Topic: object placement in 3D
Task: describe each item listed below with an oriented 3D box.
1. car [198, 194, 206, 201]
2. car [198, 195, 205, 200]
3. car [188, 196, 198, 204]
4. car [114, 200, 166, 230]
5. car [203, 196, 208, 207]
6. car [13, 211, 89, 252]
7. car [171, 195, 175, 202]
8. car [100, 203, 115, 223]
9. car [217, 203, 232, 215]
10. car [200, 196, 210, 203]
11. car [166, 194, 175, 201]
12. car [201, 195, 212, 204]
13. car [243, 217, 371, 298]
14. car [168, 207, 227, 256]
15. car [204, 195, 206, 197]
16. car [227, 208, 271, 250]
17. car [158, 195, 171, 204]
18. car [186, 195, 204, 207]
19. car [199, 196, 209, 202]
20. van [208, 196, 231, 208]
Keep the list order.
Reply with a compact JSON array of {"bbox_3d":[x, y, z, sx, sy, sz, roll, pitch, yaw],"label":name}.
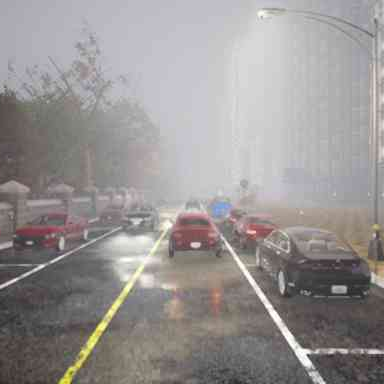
[{"bbox_3d":[2.723,1.444,87.109,1.967,1.590,4.097,0,0,0],"label":"car"},{"bbox_3d":[2.725,1.538,92.912,1.752,1.417,4.829,0,0,0],"label":"car"},{"bbox_3d":[0.125,1.482,65.418,1.837,1.490,4.892,0,-1,0],"label":"car"},{"bbox_3d":[-3.090,1.474,20.879,2.128,1.511,4.902,0,0,0],"label":"car"},{"bbox_3d":[2.706,1.559,42.052,1.802,1.307,4.206,0,0,0],"label":"car"},{"bbox_3d":[-5.684,1.532,13.894,1.887,1.381,4.507,0,0,0],"label":"car"},{"bbox_3d":[-5.662,1.429,75.848,1.967,1.590,4.097,0,0,0],"label":"car"},{"bbox_3d":[-5.680,1.525,25.159,1.887,1.381,4.507,0,0,0],"label":"car"},{"bbox_3d":[2.698,1.565,19.523,1.802,1.307,4.206,0,0,0],"label":"car"},{"bbox_3d":[2.716,1.565,70.213,1.802,1.307,4.206,0,0,0],"label":"car"},{"bbox_3d":[-5.657,1.445,87.113,1.967,1.590,4.097,0,0,0],"label":"car"},{"bbox_3d":[2.715,1.419,64.582,1.967,1.590,4.097,0,0,0],"label":"car"},{"bbox_3d":[2.694,1.542,8.259,2.008,1.369,4.403,0,0,0],"label":"car"},{"bbox_3d":[0.079,1.514,12.871,1.812,1.442,4.674,0,0,-1],"label":"car"},{"bbox_3d":[2.711,1.560,53.317,1.802,1.307,4.206,0,0,0],"label":"car"},{"bbox_3d":[2.696,1.569,13.891,1.802,1.307,4.206,0,0,0],"label":"car"},{"bbox_3d":[-5.665,1.546,64.585,1.947,1.339,4.313,0,0,0],"label":"car"},{"bbox_3d":[0.117,1.469,43.224,2.128,1.511,4.902,0,0,0],"label":"car"},{"bbox_3d":[2.718,1.539,75.845,2.008,1.369,4.403,0,0,0],"label":"car"},{"bbox_3d":[2.703,1.319,30.789,1.690,1.788,3.998,0,0,0],"label":"van"}]
